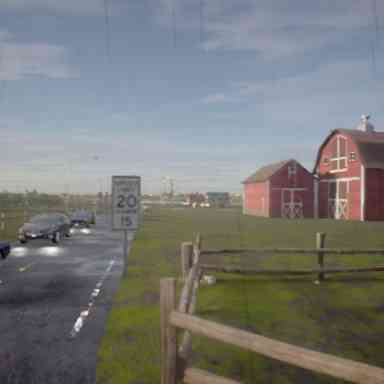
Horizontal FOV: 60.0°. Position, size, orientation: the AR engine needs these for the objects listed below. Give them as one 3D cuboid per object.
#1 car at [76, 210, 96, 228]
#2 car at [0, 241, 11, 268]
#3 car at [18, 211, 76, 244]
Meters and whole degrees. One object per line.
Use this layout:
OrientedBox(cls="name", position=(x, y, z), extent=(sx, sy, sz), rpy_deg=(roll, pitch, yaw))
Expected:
OrientedBox(cls="car", position=(-9.753, 2.336, 29.650), extent=(2.033, 1.411, 5.357), rpy_deg=(1, -2, -8))
OrientedBox(cls="car", position=(-6.756, 1.808, 8.974), extent=(1.895, 1.301, 4.718), rpy_deg=(1, -2, -8))
OrientedBox(cls="car", position=(-8.194, 1.990, 18.890), extent=(1.837, 1.490, 4.892), rpy_deg=(1, -2, -8))
